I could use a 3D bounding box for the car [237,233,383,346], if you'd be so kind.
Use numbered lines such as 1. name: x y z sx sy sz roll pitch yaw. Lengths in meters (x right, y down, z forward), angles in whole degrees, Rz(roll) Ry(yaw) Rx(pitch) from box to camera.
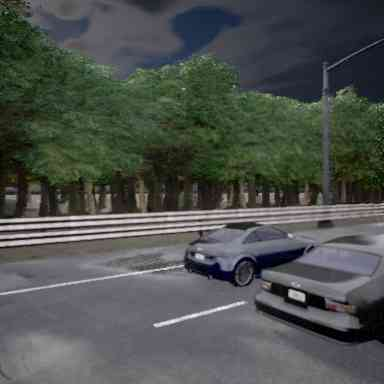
1. car: 3.566 1.550 6.290 5.357 1.411 2.033 0 0 -35

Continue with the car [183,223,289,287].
1. car: 1.825 1.567 9.347 4.181 1.385 1.994 0 0 -35
